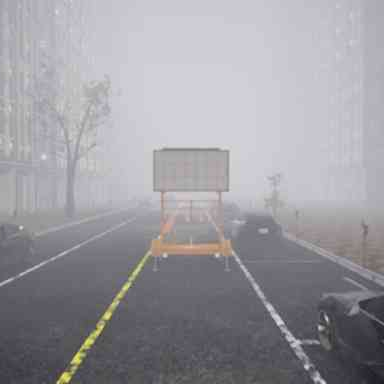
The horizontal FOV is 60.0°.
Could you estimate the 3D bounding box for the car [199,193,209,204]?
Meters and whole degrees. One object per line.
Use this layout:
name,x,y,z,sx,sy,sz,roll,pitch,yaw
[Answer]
car,2.549,1.178,53.879,1.887,1.381,4.507,-1,0,0

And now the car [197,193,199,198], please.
car,2.494,1.024,76.449,2.008,1.369,4.403,-1,0,0

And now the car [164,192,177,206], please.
car,-3.178,1.158,47.081,1.882,1.535,5.008,0,0,0

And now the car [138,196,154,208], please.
car,-5.804,1.263,42.562,2.008,1.369,4.403,-1,0,0

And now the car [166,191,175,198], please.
car,-5.932,0.667,93.331,2.192,1.841,5.009,-1,0,0

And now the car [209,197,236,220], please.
car,2.619,1.372,25.665,1.887,1.381,4.507,-1,0,0

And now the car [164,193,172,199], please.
car,-5.901,1.016,82.051,1.802,1.307,4.206,-1,0,0

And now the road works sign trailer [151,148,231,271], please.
road works sign trailer,-0.025,0.393,10.631,2.380,3.560,2.880,0,0,0

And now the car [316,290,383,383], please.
car,2.675,1.544,3.095,1.947,1.339,4.313,-1,0,0

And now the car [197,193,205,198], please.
car,2.452,0.901,93.377,2.008,1.369,4.403,-1,0,0

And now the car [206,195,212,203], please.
car,2.604,1.313,31.478,1.752,1.417,4.829,-1,0,0

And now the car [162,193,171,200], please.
car,-5.887,1.001,76.240,1.752,1.417,4.829,-1,0,0

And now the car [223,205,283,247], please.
car,2.647,1.469,14.381,1.947,1.339,4.313,-1,0,0

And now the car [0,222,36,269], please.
car,-5.720,1.508,8.715,1.947,1.339,4.313,-1,0,0
